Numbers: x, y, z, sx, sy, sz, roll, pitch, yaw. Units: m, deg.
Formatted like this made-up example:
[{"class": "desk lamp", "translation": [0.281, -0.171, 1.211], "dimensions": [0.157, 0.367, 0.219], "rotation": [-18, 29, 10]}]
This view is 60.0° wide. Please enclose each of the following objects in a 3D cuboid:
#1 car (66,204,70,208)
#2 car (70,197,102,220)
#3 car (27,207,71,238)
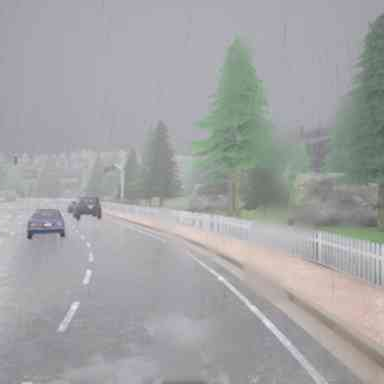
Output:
[{"class": "car", "translation": [-14.178, 1.817, 40.741], "dimensions": [1.837, 1.490, 4.892], "rotation": [0, 0, -24]}, {"class": "car", "translation": [-9.857, 1.458, 31.209], "dimensions": [2.150, 2.045, 5.566], "rotation": [0, 0, -24]}, {"class": "car", "translation": [-8.223, 1.692, 18.812], "dimensions": [2.033, 1.411, 5.357], "rotation": [0, 0, -23]}]
